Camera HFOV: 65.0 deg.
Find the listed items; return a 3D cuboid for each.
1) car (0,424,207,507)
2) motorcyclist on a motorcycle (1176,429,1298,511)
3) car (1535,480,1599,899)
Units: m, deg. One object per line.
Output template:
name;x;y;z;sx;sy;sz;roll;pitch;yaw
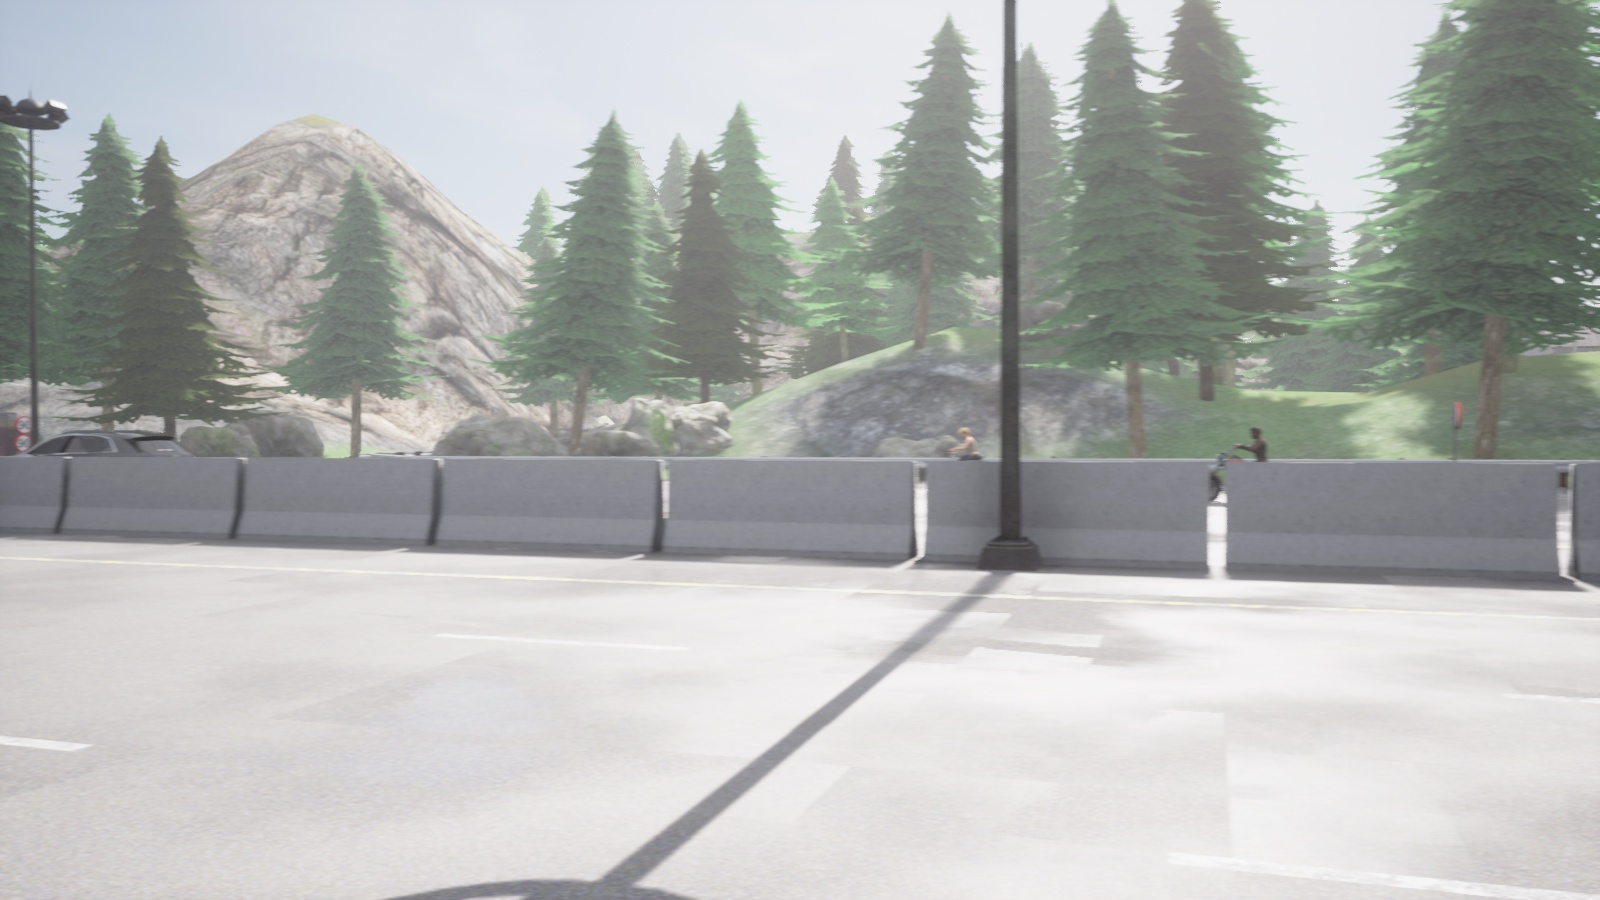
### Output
car;-15.380;0.271;26.822;4.856;1.649;2.033;1;1;18
motorcyclist on a motorcycle;9.027;0.395;26.002;2.350;1.649;0.766;0;1;19
car;3.963;0.837;1.859;4.674;1.442;1.812;1;1;18
